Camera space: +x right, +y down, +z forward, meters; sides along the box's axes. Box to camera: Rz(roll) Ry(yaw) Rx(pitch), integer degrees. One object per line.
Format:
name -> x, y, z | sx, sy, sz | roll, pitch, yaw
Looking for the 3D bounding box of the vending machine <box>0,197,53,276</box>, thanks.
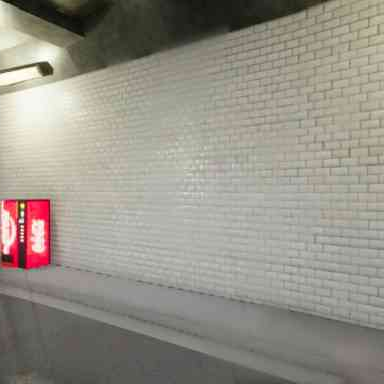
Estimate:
vending machine -> -4.801, 1.195, 9.626 | 0.880, 2.100, 1.100 | 0, 0, 30
